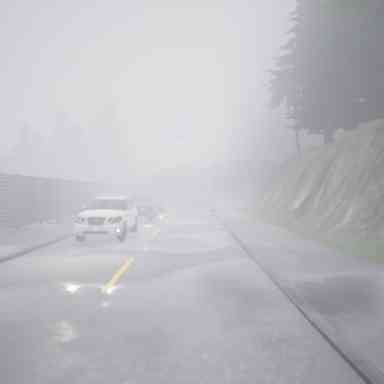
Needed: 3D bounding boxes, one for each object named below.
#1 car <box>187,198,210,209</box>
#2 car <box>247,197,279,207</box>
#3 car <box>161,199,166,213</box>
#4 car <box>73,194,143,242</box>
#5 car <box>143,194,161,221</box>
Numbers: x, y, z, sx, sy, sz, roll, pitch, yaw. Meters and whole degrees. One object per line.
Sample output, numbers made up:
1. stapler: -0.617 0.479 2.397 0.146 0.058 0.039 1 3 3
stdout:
1. car: 0.854 1.503 45.756 1.812 1.442 4.674 0 0 26
2. car: 10.554 1.499 49.249 4.674 1.442 1.812 0 0 0
3. car: -4.037 1.457 37.722 1.882 1.535 5.008 0 0 0
4. car: -4.088 1.213 16.786 2.150 2.045 5.566 0 0 0
5. car: -4.071 1.207 27.197 2.150 2.045 5.566 0 0 0
